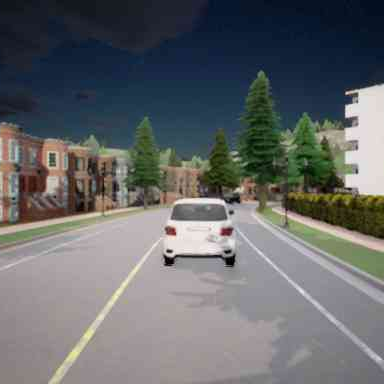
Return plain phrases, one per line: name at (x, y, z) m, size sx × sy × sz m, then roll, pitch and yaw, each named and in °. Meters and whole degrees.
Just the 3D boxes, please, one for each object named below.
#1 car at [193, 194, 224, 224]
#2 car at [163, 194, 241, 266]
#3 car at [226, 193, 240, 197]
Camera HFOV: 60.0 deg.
car at (1.434, 1.227, 26.614) m, size 2.150 × 2.045 × 5.566 m, roll 0°, pitch 0°, yaw 6°
car at (0.327, 1.225, 11.696) m, size 2.150 × 2.045 × 5.566 m, roll 0°, pitch 0°, yaw 3°
car at (6.794, 1.229, 59.154) m, size 2.150 × 2.045 × 5.566 m, roll 0°, pitch 0°, yaw 33°
